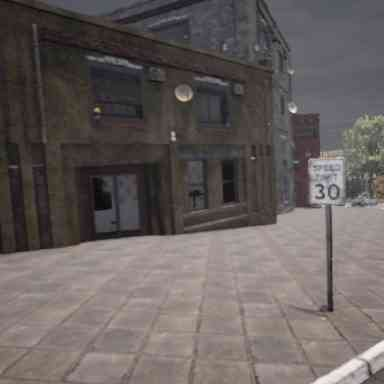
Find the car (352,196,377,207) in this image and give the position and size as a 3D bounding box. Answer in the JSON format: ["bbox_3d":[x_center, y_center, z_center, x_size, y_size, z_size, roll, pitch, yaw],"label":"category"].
[{"bbox_3d":[27.694,1.473,53.546,2.097,1.767,4.553,-3,-1,-2],"label":"car"}]
